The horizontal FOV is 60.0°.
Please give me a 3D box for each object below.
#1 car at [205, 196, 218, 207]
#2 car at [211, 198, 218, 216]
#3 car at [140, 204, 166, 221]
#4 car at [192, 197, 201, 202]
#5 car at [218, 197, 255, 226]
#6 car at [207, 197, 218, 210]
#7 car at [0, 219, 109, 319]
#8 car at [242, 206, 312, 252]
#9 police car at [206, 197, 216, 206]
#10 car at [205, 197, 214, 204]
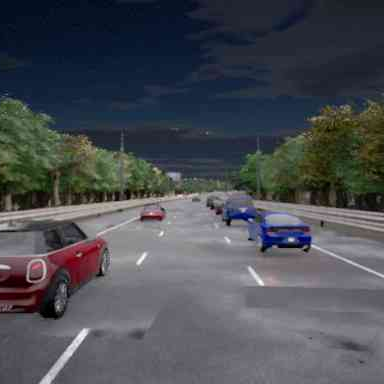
[{"bbox_3d":[3.648,1.641,58.308,2.150,2.045,5.566,0,0,1],"label":"car"},{"bbox_3d":[3.503,1.738,36.401,1.882,1.535,5.008,0,0,0],"label":"car"},{"bbox_3d":[-3.397,1.777,29.760,1.994,1.385,4.181,0,0,0],"label":"car"},{"bbox_3d":[1.004,1.988,89.139,1.837,1.490,4.892,0,0,2],"label":"car"},{"bbox_3d":[3.502,1.403,25.429,2.150,2.045,5.566,0,0,0],"label":"car"},{"bbox_3d":[3.528,1.817,47.351,1.882,1.535,5.008,0,0,0],"label":"car"},{"bbox_3d":[-3.399,1.407,7.653,2.097,1.767,4.553,0,0,0],"label":"car"},{"bbox_3d":[3.601,1.582,14.512,1.882,1.535,5.008,0,0,0],"label":"car"},{"bbox_3d":[3.867,1.926,69.310,1.930,1.638,5.238,0,0,1],"label":"police car"},{"bbox_3d":[4.181,2.072,80.120,2.128,1.511,4.902,0,0,2],"label":"car"}]
